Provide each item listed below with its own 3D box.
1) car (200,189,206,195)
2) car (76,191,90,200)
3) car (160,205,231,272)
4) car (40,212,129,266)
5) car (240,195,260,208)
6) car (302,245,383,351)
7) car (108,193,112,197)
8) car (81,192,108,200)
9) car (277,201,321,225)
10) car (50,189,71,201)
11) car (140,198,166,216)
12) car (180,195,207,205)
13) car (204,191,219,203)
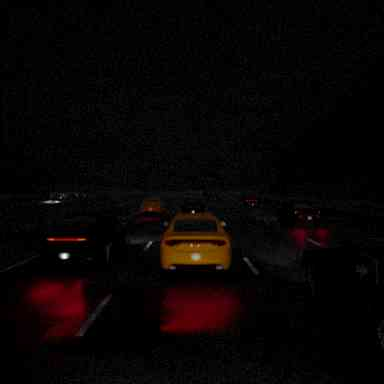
[{"bbox_3d":[3.459,0.593,79.886,1.837,1.490,4.892,0,0,0],"label":"car"},{"bbox_3d":[-21.035,0.636,64.998,2.097,1.767,4.553,0,1,0],"label":"car"},{"bbox_3d":[0.094,1.411,10.566,1.882,1.535,5.008,0,0,0],"label":"car"},{"bbox_3d":[-3.407,1.432,11.295,1.837,1.490,4.892,0,0,0],"label":"car"},{"bbox_3d":[7.078,1.132,40.955,1.837,1.490,4.892,0,1,0],"label":"car"},{"bbox_3d":[3.496,1.571,5.713,1.895,1.301,4.718,0,0,0],"label":"car"},{"bbox_3d":[-17.535,0.840,66.720,1.895,1.301,4.718,0,1,0],"label":"car"},{"bbox_3d":[-14.091,1.057,48.324,1.812,1.442,4.674,0,1,0],"label":"car"},{"bbox_3d":[7.084,1.355,22.315,1.812,1.442,4.674,0,1,0],"label":"car"},{"bbox_3d":[-24.534,0.547,62.443,2.150,2.045,5.566,0,1,0],"label":"car"},{"bbox_3d":[-3.417,1.233,29.725,1.882,1.535,5.008,0,1,0],"label":"car"},{"bbox_3d":[0.084,1.274,28.486,1.837,1.490,4.892,0,1,0],"label":"car"},{"bbox_3d":[3.471,0.941,55.134,1.837,1.490,4.892,0,1,0],"label":"car"}]
